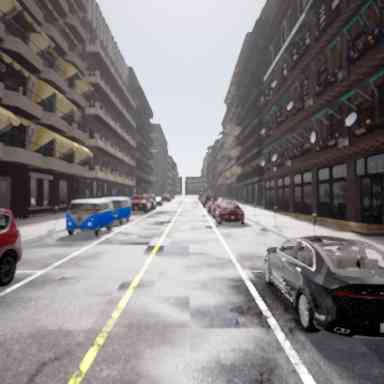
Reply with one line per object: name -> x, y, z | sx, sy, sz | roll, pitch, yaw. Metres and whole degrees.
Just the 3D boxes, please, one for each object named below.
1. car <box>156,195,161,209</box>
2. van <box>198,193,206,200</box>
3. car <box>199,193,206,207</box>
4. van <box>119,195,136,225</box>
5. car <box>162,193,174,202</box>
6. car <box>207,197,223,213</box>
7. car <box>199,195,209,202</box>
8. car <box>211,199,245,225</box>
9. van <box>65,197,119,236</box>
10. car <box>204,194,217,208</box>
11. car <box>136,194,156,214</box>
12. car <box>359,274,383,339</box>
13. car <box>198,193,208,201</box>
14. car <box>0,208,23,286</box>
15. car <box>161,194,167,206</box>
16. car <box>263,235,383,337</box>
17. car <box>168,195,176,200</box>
car -> -5.332, 1.176, 39.732 | 2.192, 1.841, 5.009 | 1, 0, 0
van -> 2.464, 1.137, 83.933 | 1.690, 1.788, 3.998 | 1, 0, 0
car -> 2.508, 1.155, 45.212 | 2.192, 1.841, 5.009 | 1, 0, 0
van -> -5.315, 1.251, 23.142 | 1.690, 1.788, 3.998 | 1, 0, 0
car -> -5.363, 1.125, 67.385 | 2.192, 1.841, 5.009 | 1, 0, 0
car -> 2.555, 1.430, 28.619 | 1.887, 1.381, 4.507 | 1, 0, 0
car -> 2.478, 1.385, 67.339 | 1.802, 1.307, 4.206 | 1, 0, 0
car -> 2.561, 1.448, 23.089 | 1.887, 1.381, 4.507 | 1, 0, 0
van -> -5.308, 1.270, 17.610 | 1.690, 1.788, 3.998 | 1, 0, 0
car -> 2.559, 1.309, 34.151 | 1.967, 1.590, 4.097 | 1, 0, 0
car -> -5.326, 1.191, 34.202 | 2.192, 1.841, 5.009 | 1, 0, 0
car -> 2.585, 1.538, 0.966 | 1.887, 1.381, 4.507 | 1, 0, 0
car -> 2.471, 1.111, 78.401 | 2.192, 1.841, 5.009 | 1, 0, 0
car -> -5.296, 1.290, 6.551 | 2.192, 1.841, 5.009 | 1, 0, 0
car -> -5.350, 1.400, 50.796 | 1.947, 1.339, 4.313 | 1, 0, 0
car -> 2.578, 1.519, 6.498 | 2.008, 1.369, 4.403 | 1, 0, 0
car -> -5.394, 1.386, 89.510 | 1.802, 1.307, 4.206 | 1, 0, 0
